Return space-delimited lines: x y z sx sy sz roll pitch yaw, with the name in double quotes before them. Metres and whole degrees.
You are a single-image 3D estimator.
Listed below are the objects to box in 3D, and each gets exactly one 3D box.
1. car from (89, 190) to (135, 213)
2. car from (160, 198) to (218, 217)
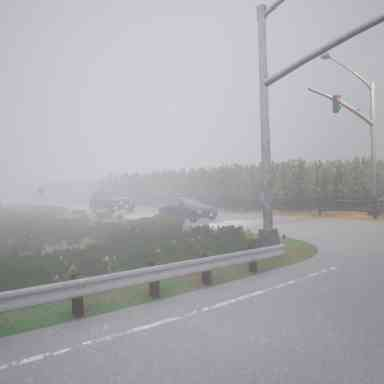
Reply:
"car" -7.315 0.852 29.970 2.150 2.045 5.566 -3 2 -41
"car" -0.381 1.114 21.908 1.812 1.442 4.674 -3 2 -41
